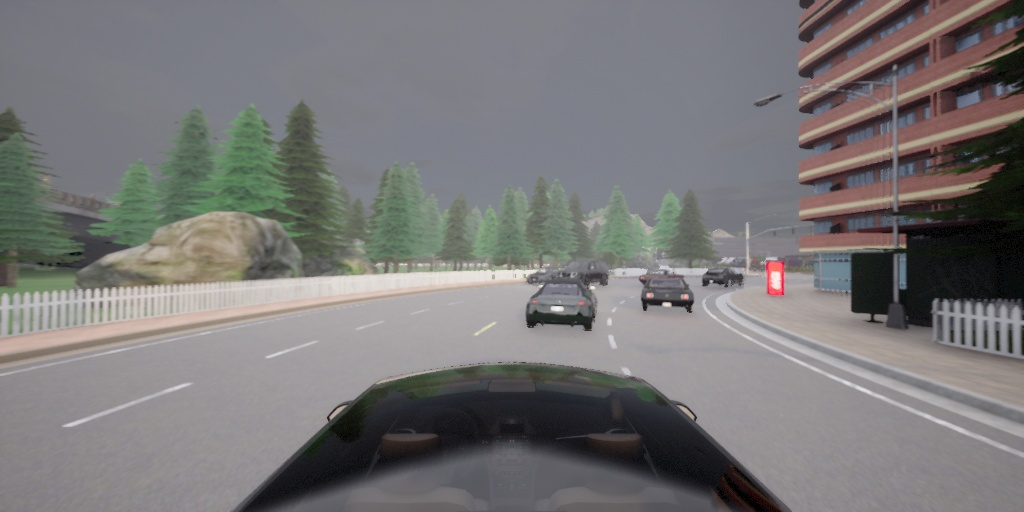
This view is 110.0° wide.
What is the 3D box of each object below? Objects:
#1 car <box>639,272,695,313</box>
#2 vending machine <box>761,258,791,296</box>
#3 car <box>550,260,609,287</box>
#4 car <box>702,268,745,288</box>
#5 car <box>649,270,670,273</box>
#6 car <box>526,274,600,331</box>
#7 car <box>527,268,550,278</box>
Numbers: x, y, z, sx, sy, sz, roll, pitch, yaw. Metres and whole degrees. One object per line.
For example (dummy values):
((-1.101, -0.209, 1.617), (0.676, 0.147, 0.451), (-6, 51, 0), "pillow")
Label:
((6.681, 1.575, 15.549), (1.895, 1.301, 4.718), (0, -1, 22), "car")
((14.985, 1.288, 20.361), (1.100, 2.100, 0.880), (0, 0, 39), "vending machine")
((5.474, 1.340, 27.372), (2.150, 2.045, 5.566), (-1, -1, 39), "car")
((17.052, 1.721, 28.849), (4.892, 1.490, 1.837), (1, -2, -40), "car")
((12.422, 1.794, 29.530), (4.718, 1.301, 1.895), (1, -1, -44), "car")
((1.765, 1.457, 11.847), (1.994, 1.385, 4.181), (0, -1, 15), "car")
((3.012, 1.695, 29.632), (1.994, 1.385, 4.181), (0, -1, 39), "car")
